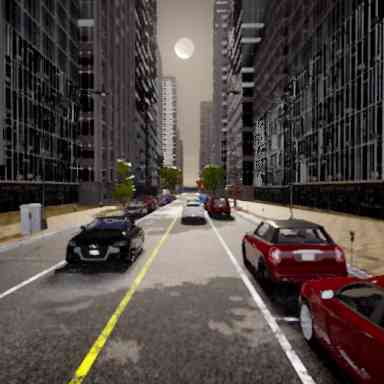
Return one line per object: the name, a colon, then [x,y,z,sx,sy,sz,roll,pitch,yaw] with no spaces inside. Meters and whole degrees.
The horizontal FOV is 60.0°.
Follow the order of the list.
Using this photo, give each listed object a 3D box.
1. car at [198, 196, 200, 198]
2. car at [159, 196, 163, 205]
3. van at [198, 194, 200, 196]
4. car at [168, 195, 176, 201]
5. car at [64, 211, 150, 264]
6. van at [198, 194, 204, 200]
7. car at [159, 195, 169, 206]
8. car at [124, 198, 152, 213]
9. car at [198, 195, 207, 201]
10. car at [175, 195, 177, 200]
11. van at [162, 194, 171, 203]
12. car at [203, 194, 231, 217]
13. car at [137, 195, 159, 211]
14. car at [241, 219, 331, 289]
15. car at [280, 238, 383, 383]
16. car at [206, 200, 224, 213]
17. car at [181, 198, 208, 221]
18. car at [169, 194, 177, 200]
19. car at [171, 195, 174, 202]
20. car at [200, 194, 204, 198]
car: [0.116,1.568,43.550,1.994,1.385,4.181,0,0,0]
car: [-5.310,1.554,43.039,2.008,1.369,4.403,-1,0,0]
van: [2.577,1.359,71.309,1.690,1.788,3.998,-1,0,0]
car: [-5.297,1.573,88.228,1.887,1.381,4.507,-1,0,0]
car: [-2.846,1.563,11.669,1.994,1.385,4.181,0,0,0]
van: [2.585,1.375,93.904,1.690,1.788,3.998,-1,0,0]
car: [-5.306,1.591,54.336,1.802,1.307,4.206,-1,0,0]
car: [-5.314,1.551,31.742,2.008,1.369,4.403,-1,0,0]
car: [2.584,1.576,82.607,2.008,1.369,4.403,-1,0,0]
car: [-5.296,1.607,82.579,1.802,1.307,4.206,-1,0,0]
van: [-5.307,1.353,59.984,1.690,1.788,3.998,-1,0,0]
car: [2.530,1.316,31.768,2.192,1.841,5.009,-1,0,0]
car: [-5.315,1.317,37.390,2.192,1.841,5.009,-1,0,0]
car: [2.524,1.440,9.173,1.967,1.590,4.097,-1,0,0]
car: [2.523,1.545,3.524,1.887,1.381,4.507,-1,0,0]
car: [2.535,1.584,37.417,1.802,1.307,4.206,-1,0,0]
car: [0.108,1.525,27.509,1.812,1.442,4.674,0,0,0]
car: [-5.294,1.473,93.876,1.967,1.590,4.097,-1,0,0]
car: [-5.305,1.329,65.633,2.192,1.841,5.009,-1,0,0]
car: [2.534,1.319,43.066,2.192,1.841,5.009,-1,0,0]
